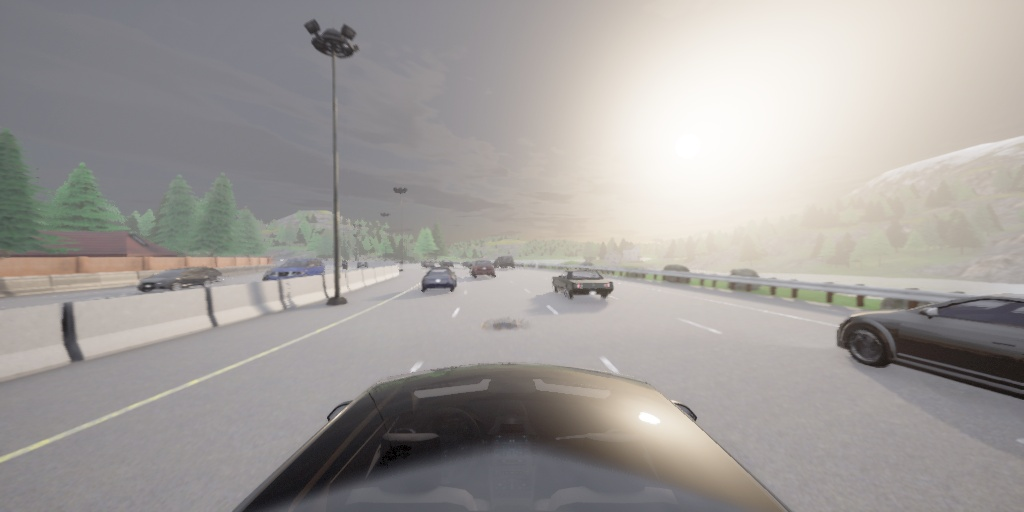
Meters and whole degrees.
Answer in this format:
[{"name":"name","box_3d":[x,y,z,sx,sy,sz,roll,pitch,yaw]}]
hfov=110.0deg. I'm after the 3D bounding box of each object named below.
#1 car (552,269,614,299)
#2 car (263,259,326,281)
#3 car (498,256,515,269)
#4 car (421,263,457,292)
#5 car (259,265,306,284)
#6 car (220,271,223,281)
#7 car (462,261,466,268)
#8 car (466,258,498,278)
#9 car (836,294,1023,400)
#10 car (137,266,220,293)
[{"name":"car","box_3d":[3.259,1.305,17.636,1.895,1.301,4.718,-1,0,-6]},{"name":"car","box_3d":[-16.045,1.227,27.177,2.150,2.045,5.566,-1,0,-9]},{"name":"car","box_3d":[-1.331,1.005,57.612,2.150,2.045,5.566,0,0,-19]},{"name":"car","box_3d":[-4.509,1.388,22.516,1.994,1.385,4.181,-1,0,-8]},{"name":"car","box_3d":[-20.520,1.579,32.344,1.837,1.490,4.892,-1,-1,-11]},{"name":"car","box_3d":[-27.433,1.684,31.267,1.837,1.490,4.892,-1,0,-11]},{"name":"car","box_3d":[-7.590,1.445,64.207,1.994,1.385,4.181,-1,0,-22]},{"name":"car","box_3d":[-3.015,1.157,35.358,2.097,1.767,4.553,-1,0,-12]},{"name":"car","box_3d":[7.120,1.205,4.987,1.994,1.385,4.181,-1,0,-1]},{"name":"car","box_3d":[-22.717,1.608,24.440,1.837,1.490,4.892,-1,0,-8]}]
